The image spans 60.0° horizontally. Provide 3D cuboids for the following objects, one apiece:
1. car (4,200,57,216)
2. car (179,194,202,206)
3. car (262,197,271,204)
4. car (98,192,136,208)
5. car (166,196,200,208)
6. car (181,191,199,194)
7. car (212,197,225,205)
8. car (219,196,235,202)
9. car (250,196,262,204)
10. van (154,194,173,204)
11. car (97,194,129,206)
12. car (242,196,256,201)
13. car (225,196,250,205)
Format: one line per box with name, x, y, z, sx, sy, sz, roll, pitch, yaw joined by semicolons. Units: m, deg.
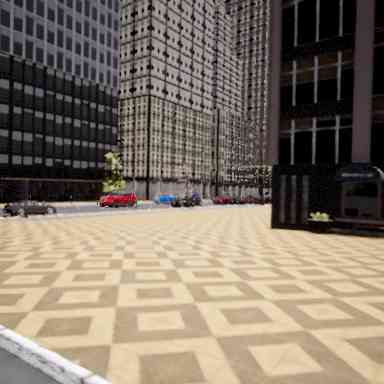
car;-14.200;1.410;29.475;2.008;1.369;4.403;1;0;35
car;-0.178;1.496;54.189;1.837;1.490;4.892;2;1;36
car;14.946;1.676;71.060;1.967;1.590;4.097;1;0;35
car;-10.114;1.023;45.483;2.150;2.045;5.566;2;1;35
car;-1.307;1.593;47.998;1.947;1.339;4.313;1;0;35
car;-0.752;0.869;58.616;2.150;2.045;5.566;2;1;35
car;5.573;1.628;62.401;1.994;1.385;4.181;2;1;35
car;8.097;1.570;75.888;1.802;1.307;4.206;1;0;35
car;11.693;1.776;66.449;1.802;1.307;4.206;1;0;35
van;-4.896;1.162;57.442;1.690;1.788;3.998;1;0;35
car;-11.396;1.176;48.219;1.967;1.590;4.097;1;0;35
car;14.595;1.636;85.111;1.947;1.339;4.313;1;0;35
car;8.444;1.719;61.836;1.947;1.339;4.313;1;0;35
